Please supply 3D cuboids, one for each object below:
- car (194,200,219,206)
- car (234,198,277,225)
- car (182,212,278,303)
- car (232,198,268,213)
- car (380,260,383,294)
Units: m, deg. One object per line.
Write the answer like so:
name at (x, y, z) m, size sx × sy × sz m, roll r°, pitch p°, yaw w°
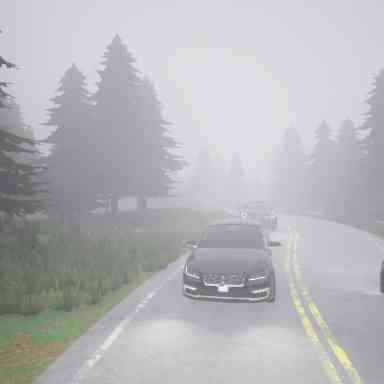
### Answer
car at (1.866, 1.799, 44.849) m, size 1.812 × 1.442 × 4.674 m, roll 3°, pitch -5°, yaw -35°
car at (3.852, 1.271, 20.356) m, size 2.097 × 1.767 × 4.553 m, roll -1°, pitch 0°, yaw 5°
car at (1.081, 1.496, 8.400) m, size 1.837 × 1.490 × 4.892 m, roll -1°, pitch 0°, yaw 12°
car at (6.161, 1.411, 35.728) m, size 1.837 × 1.490 × 4.892 m, roll 2°, pitch -1°, yaw -16°
car at (4.488, 1.309, 4.634) m, size 2.097 × 1.767 × 4.553 m, roll -1°, pitch 0°, yaw 8°
